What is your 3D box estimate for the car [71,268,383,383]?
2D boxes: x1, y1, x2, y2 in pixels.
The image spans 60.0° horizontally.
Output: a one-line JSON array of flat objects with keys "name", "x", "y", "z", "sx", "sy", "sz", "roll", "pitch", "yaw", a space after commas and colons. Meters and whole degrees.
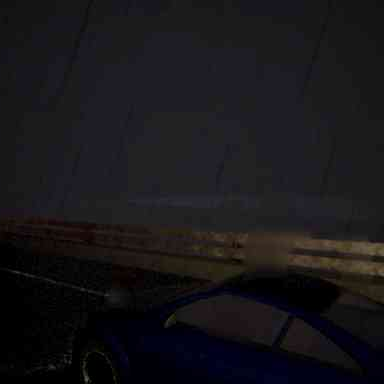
[{"name": "car", "x": 0.603, "y": 1.578, "z": 3.575, "sx": 4.181, "sy": 1.385, "sz": 1.994, "roll": -1, "pitch": 0, "yaw": 36}]
